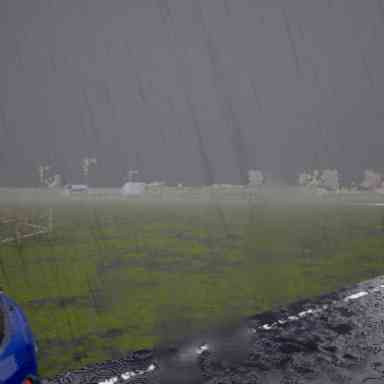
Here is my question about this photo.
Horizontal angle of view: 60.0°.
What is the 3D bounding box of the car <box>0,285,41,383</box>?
[{"bbox_3d":[-3.302,1.223,0.721,5.566,2.045,2.150,0,0,-35],"label":"car"}]
